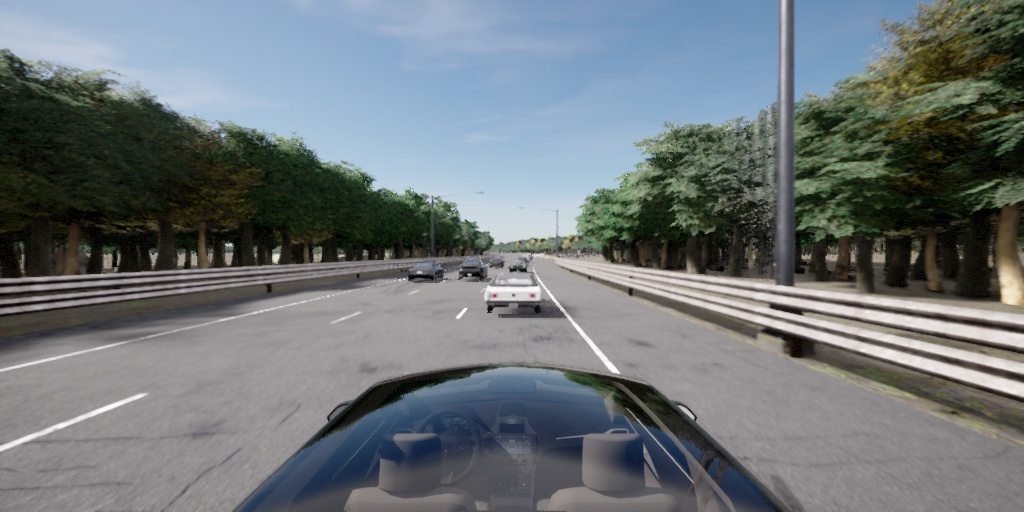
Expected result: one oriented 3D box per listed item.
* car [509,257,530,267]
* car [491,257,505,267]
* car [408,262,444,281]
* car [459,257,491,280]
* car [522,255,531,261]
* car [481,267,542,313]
[{"bbox_3d":[0.662,1.113,37.533,1.895,1.301,4.718,0,0,2],"label":"car"},{"bbox_3d":[-2.092,0.885,52.644,2.128,1.511,4.902,0,1,3],"label":"car"},{"bbox_3d":[-6.561,1.137,27.722,1.994,1.385,4.181,0,0,2],"label":"car"},{"bbox_3d":[-3.042,1.077,28.624,1.837,1.490,4.892,0,1,2],"label":"car"},{"bbox_3d":[1.700,0.852,59.257,1.837,1.490,4.892,0,0,3],"label":"car"},{"bbox_3d":[0.076,1.278,13.667,1.895,1.301,4.718,0,0,1],"label":"car"}]
